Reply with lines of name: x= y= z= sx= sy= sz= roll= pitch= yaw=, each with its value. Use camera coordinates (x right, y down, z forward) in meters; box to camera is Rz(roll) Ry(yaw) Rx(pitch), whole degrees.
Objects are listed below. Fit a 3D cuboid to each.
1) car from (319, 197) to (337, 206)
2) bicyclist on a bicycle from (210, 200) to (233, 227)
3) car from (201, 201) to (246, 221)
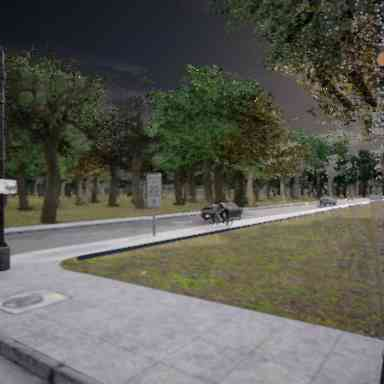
car: x=22.093 y=1.494 z=53.973 sx=2.128 sy=1.511 sz=4.902 roll=0 pitch=0 yaw=36
bicyclist on a bicycle: x=1.794 y=1.317 z=20.554 sx=1.656 sy=1.620 sz=0.582 roll=-1 pitch=0 yaw=36
car: x=2.588 y=1.522 z=26.668 sx=1.837 sy=1.490 sz=4.892 roll=0 pitch=0 yaw=36
